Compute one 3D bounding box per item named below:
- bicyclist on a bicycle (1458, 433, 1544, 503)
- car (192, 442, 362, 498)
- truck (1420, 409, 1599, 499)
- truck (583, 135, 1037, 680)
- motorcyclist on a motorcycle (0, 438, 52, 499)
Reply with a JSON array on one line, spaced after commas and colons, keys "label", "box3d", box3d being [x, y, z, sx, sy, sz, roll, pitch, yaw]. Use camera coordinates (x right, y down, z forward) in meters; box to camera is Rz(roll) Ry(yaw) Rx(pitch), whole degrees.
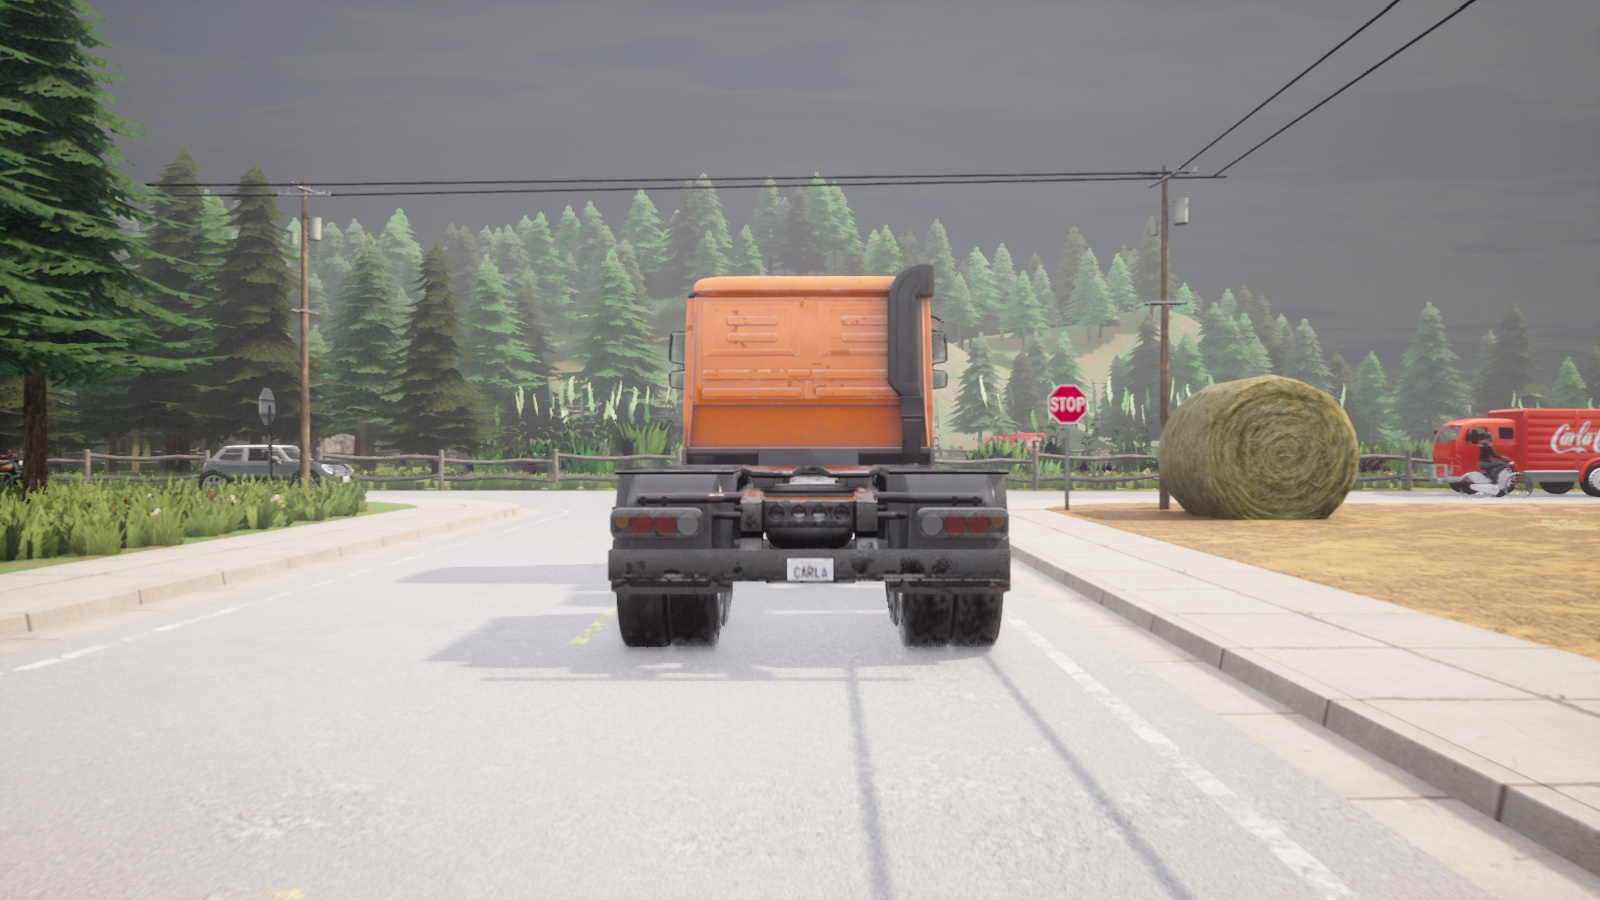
[{"label": "bicyclist on a bicycle", "box3d": [18.072, 0.466, 32.394, 1.843, 1.776, 0.659, 0, 0, 3]}, {"label": "car", "box3d": [-14.160, 0.528, 34.142, 3.806, 1.475, 1.970, 0, 0, 3]}, {"label": "truck", "box3d": [20.898, 0.098, 35.744, 5.204, 2.467, 2.627, 0, 0, 3]}, {"label": "truck", "box3d": [0.083, -0.284, 11.958, 2.891, 3.462, 7.936, 0, 0, 0]}, {"label": "motorcyclist on a motorcycle", "box3d": [-21.971, 0.505, 34.553, 2.350, 1.649, 0.766, 0, 0, 2]}]
